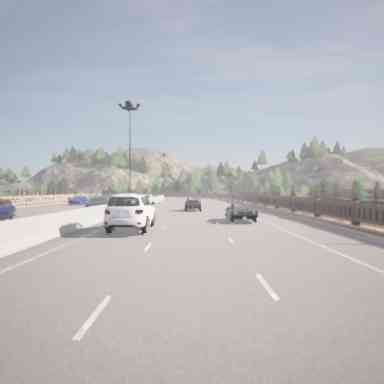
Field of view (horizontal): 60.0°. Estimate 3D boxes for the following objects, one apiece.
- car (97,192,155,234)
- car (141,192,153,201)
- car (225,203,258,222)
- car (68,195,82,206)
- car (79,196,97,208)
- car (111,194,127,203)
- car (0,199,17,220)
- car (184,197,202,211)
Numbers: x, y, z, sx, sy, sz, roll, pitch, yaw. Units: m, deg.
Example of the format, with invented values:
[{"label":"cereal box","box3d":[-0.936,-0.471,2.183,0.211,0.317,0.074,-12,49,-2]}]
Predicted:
[{"label":"car","box3d":[-3.397,1.133,18.862,2.150,2.045,5.566,0,0,0]},{"label":"car","box3d":[-10.548,0.968,78.021,2.150,2.045,5.566,0,0,-1]},{"label":"car","box3d":[3.604,1.485,24.935,1.895,1.301,4.718,0,0,0]},{"label":"car","box3d":[-17.551,1.266,51.473,1.882,1.535,5.008,0,0,1]},{"label":"car","box3d":[-10.582,1.338,37.195,1.837,1.490,4.892,0,0,0]},{"label":"car","box3d":[-14.000,1.262,64.119,2.128,1.511,4.902,0,0,0]},{"label":"car","box3d":[-14.093,1.245,22.903,2.097,1.767,4.553,0,0,0]},{"label":"car","box3d":[0.106,1.321,38.380,2.128,1.511,4.902,0,0,0]}]
